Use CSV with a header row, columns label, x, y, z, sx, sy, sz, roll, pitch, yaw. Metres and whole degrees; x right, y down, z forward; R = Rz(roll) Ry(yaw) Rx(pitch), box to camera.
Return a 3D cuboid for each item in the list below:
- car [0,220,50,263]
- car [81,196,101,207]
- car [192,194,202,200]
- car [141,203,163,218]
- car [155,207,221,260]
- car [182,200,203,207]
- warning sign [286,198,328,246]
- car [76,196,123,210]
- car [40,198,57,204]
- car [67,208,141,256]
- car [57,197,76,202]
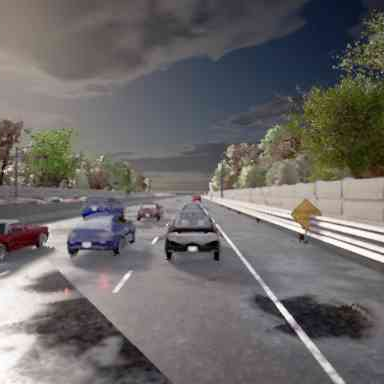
label,x,y,z,sx,sy,sz,roll,pitch,yaw
car,-6.965,1.641,11.995,1.895,1.301,4.718,0,0,1
car,-17.561,1.600,58.014,2.097,1.767,4.553,0,0,1
car,1.190,1.611,83.313,2.150,2.045,5.566,0,0,0
car,-3.462,1.631,28.289,1.812,1.442,4.674,0,0,0
car,0.040,1.535,12.609,2.128,1.511,4.902,0,0,0
car,0.036,1.669,27.739,1.994,1.385,4.181,0,0,1
warning sign,4.543,1.161,13.284,1.300,1.860,1.060,0,0,0
car,-6.978,1.322,26.515,2.150,2.045,5.566,0,0,1
car,-24.553,1.739,57.719,2.128,1.511,4.902,0,0,1
car,-3.456,1.571,13.288,1.812,1.442,4.674,0,0,0
car,-21.056,1.599,57.841,2.097,1.767,4.553,0,0,1
